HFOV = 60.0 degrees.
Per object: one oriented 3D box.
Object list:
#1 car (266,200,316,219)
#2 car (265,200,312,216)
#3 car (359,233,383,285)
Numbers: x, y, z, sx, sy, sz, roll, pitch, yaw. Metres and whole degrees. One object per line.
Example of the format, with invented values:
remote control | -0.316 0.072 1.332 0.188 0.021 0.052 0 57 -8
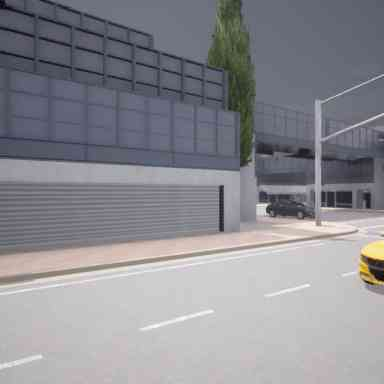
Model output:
car | 8.666 1.505 28.893 1.837 1.490 4.892 0 0 -37
car | 9.633 1.564 33.445 1.994 1.385 4.181 0 0 -37
car | 6.195 1.477 8.471 5.008 1.535 1.882 0 0 -36
